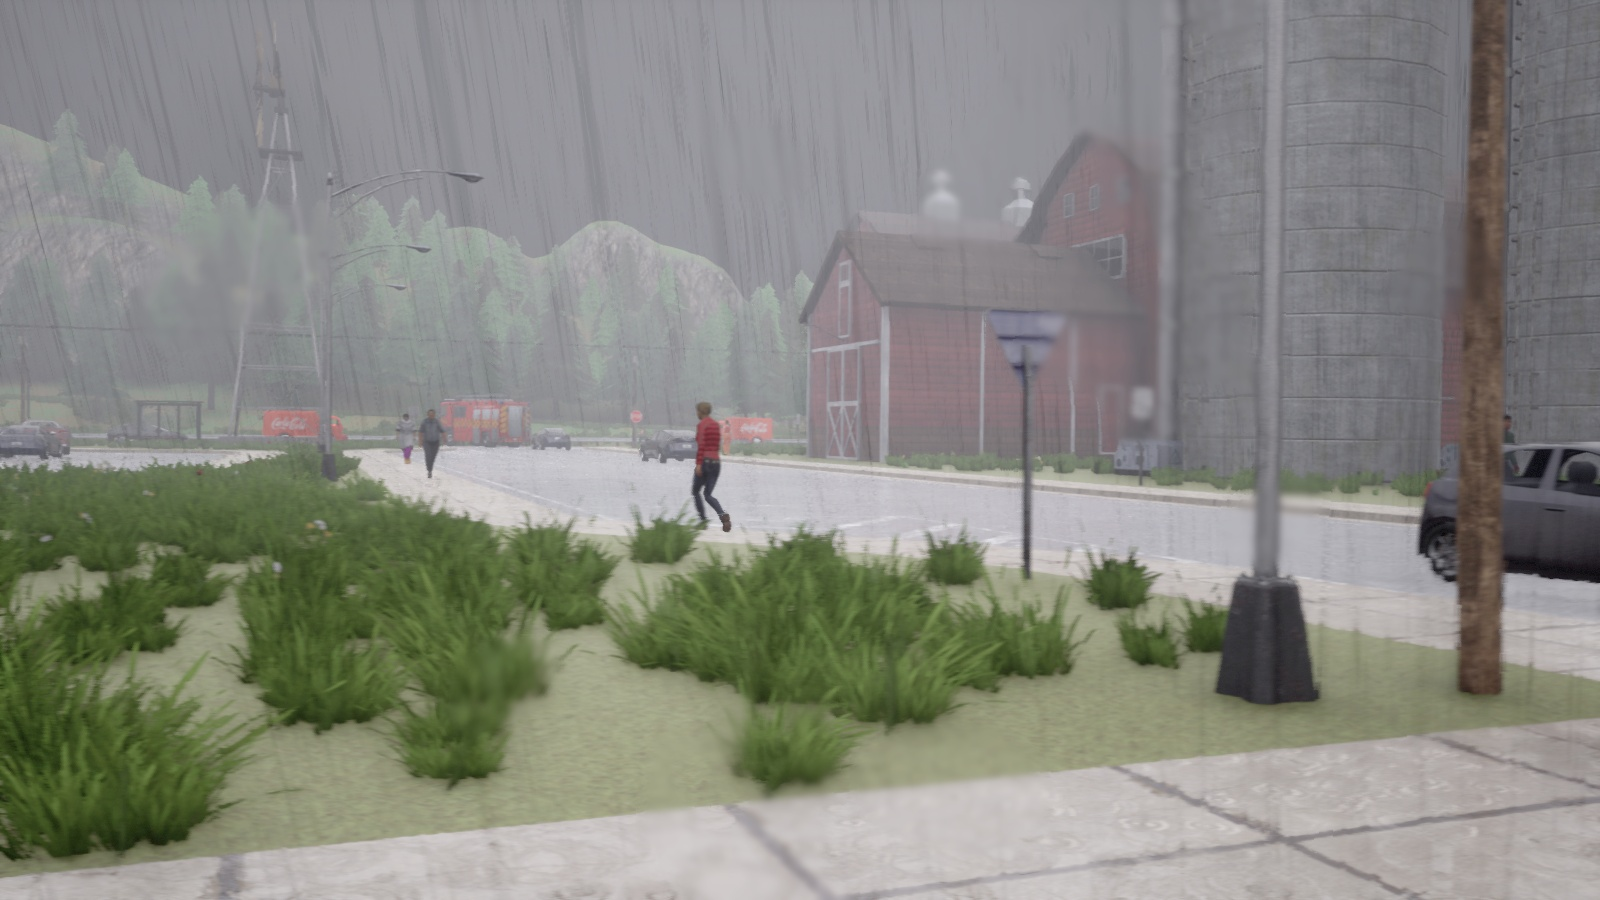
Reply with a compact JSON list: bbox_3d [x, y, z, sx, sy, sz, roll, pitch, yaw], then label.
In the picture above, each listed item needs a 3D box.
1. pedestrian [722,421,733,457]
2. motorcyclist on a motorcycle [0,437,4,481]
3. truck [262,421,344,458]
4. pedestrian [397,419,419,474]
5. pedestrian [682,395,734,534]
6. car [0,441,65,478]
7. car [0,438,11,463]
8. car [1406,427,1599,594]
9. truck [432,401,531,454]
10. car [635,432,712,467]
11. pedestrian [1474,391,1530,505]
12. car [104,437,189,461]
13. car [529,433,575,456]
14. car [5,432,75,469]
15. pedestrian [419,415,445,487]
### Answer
[{"bbox_3d":[-3.733,-0.554,64.351,0.345,1.836,0.594,-1,1,-24],"label":"pedestrian"},{"bbox_3d":[-29.078,0.338,44.694,0.866,1.590,1.817,-1,1,-21],"label":"motorcyclist on a motorcycle"},{"bbox_3d":[-34.372,-0.734,87.013,5.204,2.467,2.627,-1,1,-20],"label":"truck"},{"bbox_3d":[-14.146,-0.132,45.317,0.659,1.952,0.873,-1,1,-22],"label":"pedestrian"},{"bbox_3d":[-1.243,0.190,16.978,0.636,1.846,0.331,0,1,41],"label":"pedestrian"},{"bbox_3d":[-31.795,0.363,51.751,1.994,1.385,4.181,-1,1,-22],"label":"car"},{"bbox_3d":[-52.535,0.041,80.060,3.705,1.549,1.789,-1,1,-29],"label":"car"},{"bbox_3d":[7.964,0.531,11.991,1.845,1.501,3.633,-1,1,-22],"label":"car"},{"bbox_3d":[-23.720,-1.632,93.331,8.468,3.827,2.891,0,1,42],"label":"truck"},{"bbox_3d":[-5.692,-0.054,56.076,2.163,1.488,4.792,-1,1,-22],"label":"car"},{"bbox_3d":[12.286,-0.038,21.996,0.423,1.949,0.788,-1,1,-14],"label":"pedestrian"},{"bbox_3d":[-43.448,-0.094,83.619,4.792,1.488,2.163,-1,1,-20],"label":"car"},{"bbox_3d":[-16.507,-0.383,83.449,2.163,1.488,4.792,-1,1,-22],"label":"car"},{"bbox_3d":[-36.131,-0.004,59.642,2.152,1.651,5.027,-1,1,-39],"label":"car"},{"bbox_3d":[-9.556,0.026,32.596,0.540,1.848,0.694,-1,1,-24],"label":"pedestrian"}]
